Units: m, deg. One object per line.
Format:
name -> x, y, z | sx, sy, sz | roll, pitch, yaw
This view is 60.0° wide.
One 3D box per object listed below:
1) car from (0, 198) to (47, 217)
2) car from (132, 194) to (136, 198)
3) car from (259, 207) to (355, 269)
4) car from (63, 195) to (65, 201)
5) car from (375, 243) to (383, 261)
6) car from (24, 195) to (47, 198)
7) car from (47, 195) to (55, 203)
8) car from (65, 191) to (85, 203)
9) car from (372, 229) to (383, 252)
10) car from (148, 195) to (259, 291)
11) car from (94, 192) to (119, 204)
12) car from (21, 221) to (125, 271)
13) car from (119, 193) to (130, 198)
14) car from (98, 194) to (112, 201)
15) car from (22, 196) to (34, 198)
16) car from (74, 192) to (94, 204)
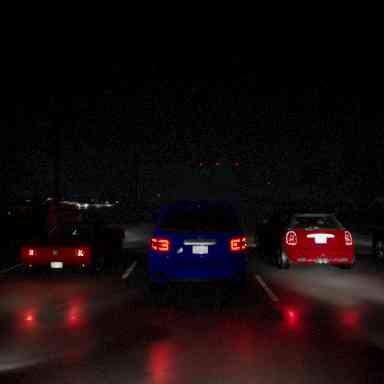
car -> -14.318, 1.465, 27.329 | 2.033, 1.411, 5.357 | 0, 0, -1
car -> -14.794, 1.139, 80.742 | 2.033, 1.411, 5.357 | 0, 0, -1
car -> 3.516, 1.335, 11.234 | 2.097, 1.767, 4.553 | 0, 0, 0
car -> -25.175, 0.888, 69.988 | 2.150, 2.045, 5.566 | 0, 0, -1
car -> 3.596, 1.490, 2.091 | 2.128, 1.511, 4.902 | 0, 0, 0
car -> -21.494, 1.172, 43.898 | 2.097, 1.767, 4.553 | 0, 0, -1
car -> -25.105, 1.287, 57.104 | 2.033, 1.411, 5.357 | 0, 0, 0
car -> -21.617, 0.921, 63.559 | 2.150, 2.045, 5.566 | 0, 1, 0
car -> 7.027, 1.478, 9.334 | 2.128, 1.511, 4.902 | 0, 0, 0
car -> 0.051, 1.208, 9.136 | 2.150, 2.045, 5.566 | 0, 0, -2
car -> -14.631, 0.961, 57.392 | 2.150, 2.045, 5.566 | 0, 0, -1
car -> -3.479, 1.585, 10.776 | 1.895, 1.301, 4.718 | 0, 0, 0
car -> -14.671, 1.205, 69.719 | 2.033, 1.411, 5.357 | 0, 0, -1
car -> -18.172, 1.189, 69.731 | 1.812, 1.442, 4.674 | 0, 0, -1
car -> -17.871, 1.438, 32.235 | 2.033, 1.411, 5.357 | 0, 0, -1
car -> -18.114, 1.229, 57.488 | 2.128, 1.511, 4.902 | 0, 0, 0
